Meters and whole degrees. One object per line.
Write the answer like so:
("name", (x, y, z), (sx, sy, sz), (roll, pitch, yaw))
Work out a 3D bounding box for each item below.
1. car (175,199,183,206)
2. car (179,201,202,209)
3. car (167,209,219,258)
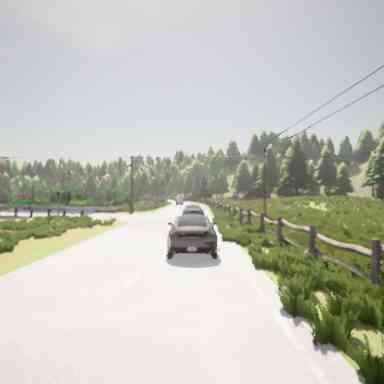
("car", (-2.772, 2.338, 74.513), (2.128, 1.511, 4.902), (0, -1, -1))
("car", (0.042, 1.816, 28.344), (1.837, 1.490, 4.892), (0, 0, -1))
("car", (0.023, 1.656, 13.486), (1.837, 1.490, 4.892), (0, 0, 0))
